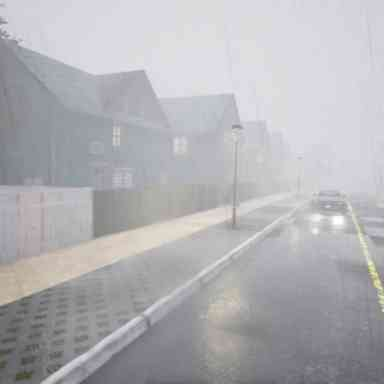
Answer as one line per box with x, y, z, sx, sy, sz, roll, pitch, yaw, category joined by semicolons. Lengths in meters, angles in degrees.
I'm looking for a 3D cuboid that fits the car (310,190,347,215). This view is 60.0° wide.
8.719;0.584;21.143;1.994;1.385;4.181;3;3;24;car
